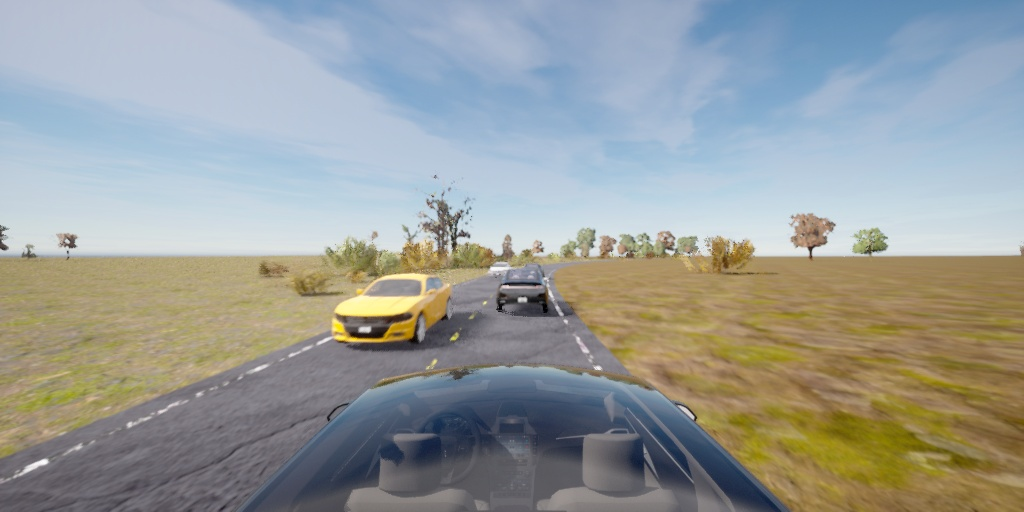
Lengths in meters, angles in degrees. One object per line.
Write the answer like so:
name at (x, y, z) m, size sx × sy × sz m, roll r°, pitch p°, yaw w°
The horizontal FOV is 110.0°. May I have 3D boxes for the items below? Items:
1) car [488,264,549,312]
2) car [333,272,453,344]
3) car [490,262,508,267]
car at (0.452, 1.258, 14.326) m, size 2.128 × 1.511 × 4.902 m, roll 0°, pitch 0°, yaw 3°
car at (-2.923, 1.230, 9.805) m, size 1.882 × 1.535 × 5.008 m, roll 0°, pitch 0°, yaw 2°
car at (-1.035, 1.309, 34.233) m, size 1.812 × 1.442 × 4.674 m, roll 0°, pitch 0°, yaw 7°
